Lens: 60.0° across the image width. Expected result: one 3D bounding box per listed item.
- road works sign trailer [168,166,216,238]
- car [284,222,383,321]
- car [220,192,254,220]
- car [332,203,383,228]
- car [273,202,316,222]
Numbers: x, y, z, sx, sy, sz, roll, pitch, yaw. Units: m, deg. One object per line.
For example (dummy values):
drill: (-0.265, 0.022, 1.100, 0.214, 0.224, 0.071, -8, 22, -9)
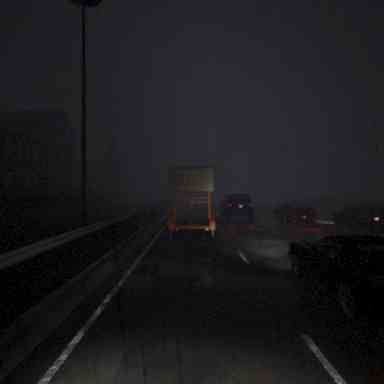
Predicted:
road works sign trailer: (0.000, 0.427, 17.342, 2.380, 3.560, 2.880, 0, 0, 0)
car: (3.599, 1.585, 7.195, 1.895, 1.301, 4.718, 0, 0, 0)
car: (3.603, 1.163, 27.244, 2.150, 2.045, 5.566, 0, 0, 0)
car: (10.600, 1.518, 21.094, 1.994, 1.385, 4.181, 0, 0, 0)
car: (7.100, 1.427, 23.488, 1.882, 1.535, 5.008, 0, 0, 0)
